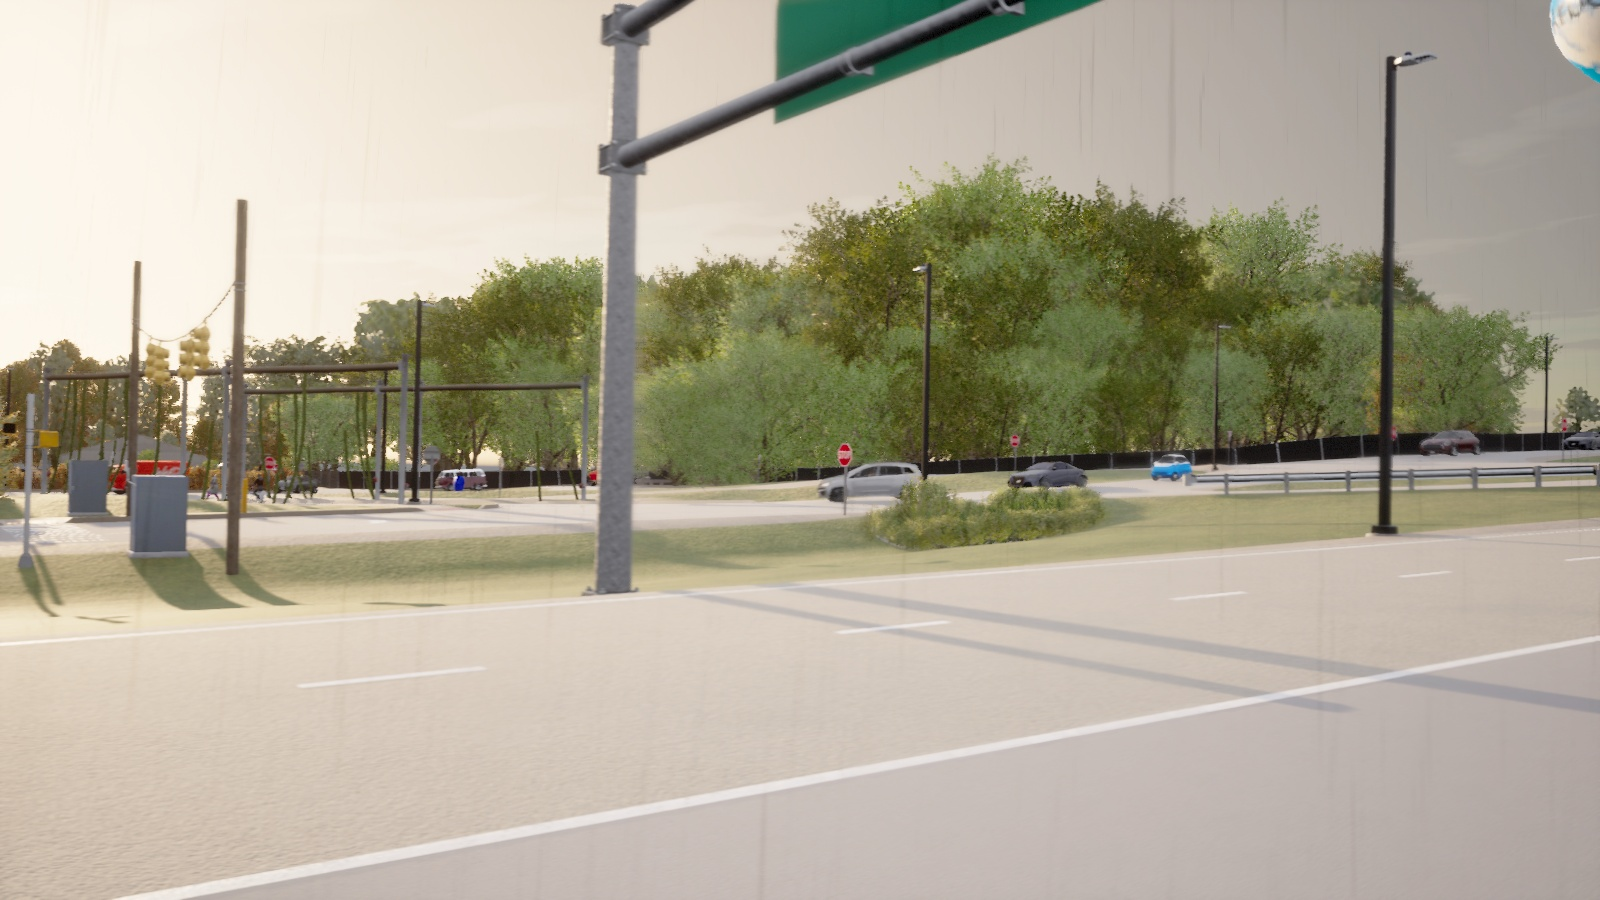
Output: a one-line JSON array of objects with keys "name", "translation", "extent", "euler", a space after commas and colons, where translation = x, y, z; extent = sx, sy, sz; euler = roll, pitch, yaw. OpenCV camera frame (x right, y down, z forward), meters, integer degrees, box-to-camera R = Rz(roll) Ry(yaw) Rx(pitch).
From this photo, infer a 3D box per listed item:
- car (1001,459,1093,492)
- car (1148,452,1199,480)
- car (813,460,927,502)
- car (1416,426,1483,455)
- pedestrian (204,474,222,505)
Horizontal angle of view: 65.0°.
[{"name": "car", "translation": [12.058, 1.220, 61.231], "extent": [4.181, 1.385, 1.994], "euler": [-2, 1, -35]}, {"name": "car", "translation": [19.777, 0.835, 66.523], "extent": [2.207, 1.376, 1.481], "euler": [-3, 1, -34]}, {"name": "car", "translation": [2.982, 1.299, 53.957], "extent": [4.611, 1.667, 2.242], "euler": [-1, 0, -4]}, {"name": "car", "translation": [43.083, -0.661, 83.290], "extent": [4.553, 1.767, 2.097], "euler": [-2, 1, -35]}, {"name": "pedestrian", "translation": [-37.360, 2.523, 79.954], "extent": [0.873, 1.952, 0.659], "euler": [2, -1, -34]}]
